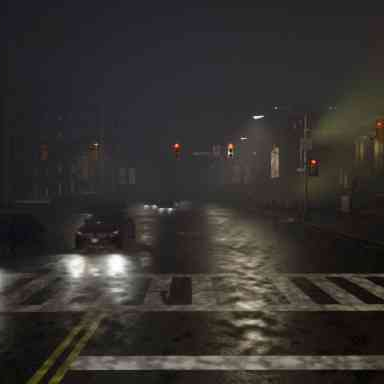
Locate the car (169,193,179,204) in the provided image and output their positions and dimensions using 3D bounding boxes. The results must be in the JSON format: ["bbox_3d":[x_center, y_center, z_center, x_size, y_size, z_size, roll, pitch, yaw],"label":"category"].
[{"bbox_3d":[-3.671,1.223,65.060,2.150,2.045,5.566,0,0,0],"label":"car"}]

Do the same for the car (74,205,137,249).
[{"bbox_3d":[-3.599,1.525,14.619,1.812,1.442,4.674,0,0,0],"label":"car"}]

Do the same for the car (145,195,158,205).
[{"bbox_3d":[-7.159,1.601,58.610,1.895,1.301,4.718,0,0,0],"label":"car"}]

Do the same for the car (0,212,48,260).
[{"bbox_3d":[-7.109,1.526,12.588,1.812,1.442,4.674,0,0,0],"label":"car"}]

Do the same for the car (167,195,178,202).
[{"bbox_3d":[-4.526,1.524,76.231,1.812,1.442,4.674,0,0,-11],"label":"car"}]

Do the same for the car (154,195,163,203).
[{"bbox_3d":[-7.340,1.500,71.980,1.837,1.490,4.892,0,0,-7],"label":"car"}]

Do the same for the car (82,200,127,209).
[{"bbox_3d":[-9.548,1.547,36.865,2.033,1.411,5.357,0,0,35],"label":"car"}]

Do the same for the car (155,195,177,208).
[{"bbox_3d":[-3.642,1.564,46.952,1.994,1.385,4.181,0,0,0],"label":"car"}]
